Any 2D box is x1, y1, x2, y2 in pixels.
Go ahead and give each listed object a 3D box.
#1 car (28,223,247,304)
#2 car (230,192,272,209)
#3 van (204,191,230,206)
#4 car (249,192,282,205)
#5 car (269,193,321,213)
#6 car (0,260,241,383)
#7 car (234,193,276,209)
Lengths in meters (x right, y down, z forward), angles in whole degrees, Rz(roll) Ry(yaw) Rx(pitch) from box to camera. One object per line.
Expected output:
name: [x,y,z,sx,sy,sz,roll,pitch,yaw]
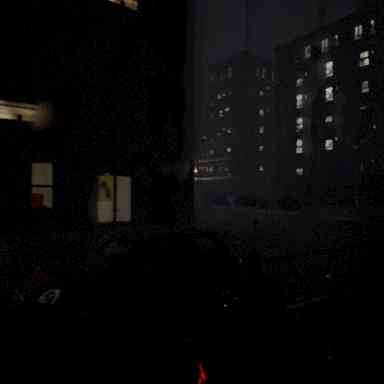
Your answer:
car: [-1.003,1.438,5.991,4.097,1.590,1.967,0,1,-35]
car: [6.569,1.032,35.787,1.887,1.381,4.507,2,0,-36]
van: [3.232,0.721,40.387,1.690,1.788,3.998,2,0,-36]
car: [9.970,0.882,45.364,1.967,1.590,4.097,2,0,-36]
car: [9.847,1.139,31.147,1.887,1.381,4.507,2,0,-36]
car: [-1.859,1.564,2.048,4.181,1.385,1.994,0,0,-35]
car: [7.329,1.025,39.291,1.837,1.490,4.892,1,3,-36]
